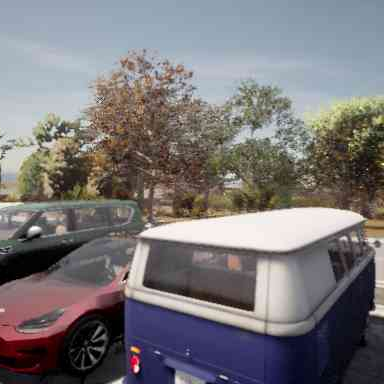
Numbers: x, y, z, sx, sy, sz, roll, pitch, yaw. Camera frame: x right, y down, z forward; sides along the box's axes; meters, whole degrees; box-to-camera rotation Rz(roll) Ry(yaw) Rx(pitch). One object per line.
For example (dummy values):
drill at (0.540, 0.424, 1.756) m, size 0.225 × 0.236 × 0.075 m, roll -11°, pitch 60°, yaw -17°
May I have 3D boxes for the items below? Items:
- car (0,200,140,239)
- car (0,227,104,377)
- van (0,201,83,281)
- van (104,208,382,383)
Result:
car at (-3.345, 1.234, 7.507) m, size 2.435 × 2.045 × 5.566 m, roll -1°, pitch -1°, yaw 36°
car at (-1.105, 1.504, 5.905) m, size 2.163 × 1.488 × 4.792 m, roll 0°, pitch 0°, yaw 36°
van at (-5.518, 1.301, 9.240) m, size 1.878 × 1.987 × 4.442 m, roll -1°, pitch -1°, yaw 36°
van at (1.243, 1.252, 4.405) m, size 1.878 × 1.987 × 4.442 m, roll 0°, pitch 0°, yaw 36°
